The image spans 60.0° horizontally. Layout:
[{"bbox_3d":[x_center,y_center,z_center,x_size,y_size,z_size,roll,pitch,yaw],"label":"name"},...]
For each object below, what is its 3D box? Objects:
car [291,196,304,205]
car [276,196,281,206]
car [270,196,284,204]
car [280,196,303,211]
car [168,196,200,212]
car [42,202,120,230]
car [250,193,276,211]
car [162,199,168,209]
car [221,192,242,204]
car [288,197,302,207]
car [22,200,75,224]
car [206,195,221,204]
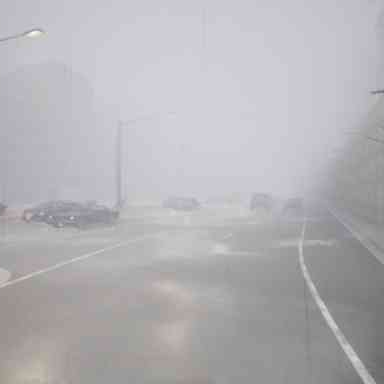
[{"bbox_3d":[19.112,1.473,60.201,2.033,1.411,5.357,1,0,20],"label":"car"},{"bbox_3d":[12.338,1.446,51.578,2.033,1.411,5.357,1,0,20],"label":"car"},{"bbox_3d":[15.814,1.437,61.372,2.033,1.411,5.357,1,0,20],"label":"car"},{"bbox_3d":[12.261,1.491,40.613,2.033,1.411,5.357,1,0,19],"label":"car"},{"bbox_3d":[-0.512,1.348,36.587,1.837,1.490,4.892,1,0,20],"label":"car"},{"bbox_3d":[-6.384,1.458,20.080,1.895,1.301,4.718,1,0,20],"label":"car"},{"bbox_3d":[8.496,1.133,40.477,2.150,2.045,5.566,1,1,19],"label":"car"},{"bbox_3d":[-2.197,1.308,42.276,1.837,1.490,4.892,1,0,20],"label":"car"},{"bbox_3d":[7.212,1.030,58.059,2.150,2.045,5.566,1,0,20],"label":"car"},{"bbox_3d":[15.764,1.498,50.769,1.994,1.385,4.181,1,0,20],"label":"car"},{"bbox_3d":[-9.189,1.312,22.630,2.128,1.511,4.902,1,0,20],"label":"car"},{"bbox_3d":[3.969,1.304,59.387,1.882,1.535,5.008,1,0,20],"label":"car"}]
